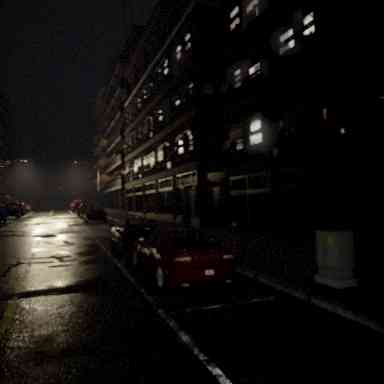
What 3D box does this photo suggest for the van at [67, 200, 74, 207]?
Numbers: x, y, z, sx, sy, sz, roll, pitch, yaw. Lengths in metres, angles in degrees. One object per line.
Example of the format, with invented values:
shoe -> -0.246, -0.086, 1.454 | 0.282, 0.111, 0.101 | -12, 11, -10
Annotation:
van -> -31.506, 2.867, 86.252 | 1.690, 1.788, 3.998 | 1, -1, -22

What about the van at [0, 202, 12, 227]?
van -> -16.050, 1.855, 26.955 | 1.690, 1.788, 3.998 | 1, -1, -22

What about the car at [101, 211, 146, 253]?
car -> -2.516, 1.740, 14.456 | 2.008, 1.369, 4.403 | 1, -1, -22

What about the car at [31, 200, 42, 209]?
car -> -32.596, 2.590, 67.981 | 2.192, 1.841, 5.009 | 1, -1, -22

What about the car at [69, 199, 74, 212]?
car -> -17.025, 2.130, 50.349 | 2.192, 1.841, 5.009 | 1, -1, -22

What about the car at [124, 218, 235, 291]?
car -> -0.447, 1.651, 9.327 | 1.887, 1.381, 4.507 | 1, -1, -22

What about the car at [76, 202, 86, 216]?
car -> -10.789, 2.082, 34.970 | 1.887, 1.381, 4.507 | 1, -1, -22

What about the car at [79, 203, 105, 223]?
car -> -8.721, 1.992, 29.842 | 1.887, 1.381, 4.507 | 1, -1, -22

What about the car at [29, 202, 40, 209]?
car -> -34.667, 2.924, 73.105 | 1.887, 1.381, 4.507 | 1, -1, -22

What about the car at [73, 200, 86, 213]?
car -> -12.850, 2.069, 40.105 | 1.967, 1.590, 4.097 | 1, -1, -22

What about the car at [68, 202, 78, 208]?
car -> -25.301, 2.791, 70.860 | 1.802, 1.307, 4.206 | 1, -1, -22

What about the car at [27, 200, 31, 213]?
car -> -22.254, 2.103, 42.340 | 2.192, 1.841, 5.009 | 1, -1, -22

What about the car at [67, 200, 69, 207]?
car -> -21.164, 2.449, 60.605 | 1.967, 1.590, 4.097 | 1, -1, -22

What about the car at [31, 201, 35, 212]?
car -> -26.394, 2.543, 52.593 | 1.947, 1.339, 4.313 | 1, -1, -22

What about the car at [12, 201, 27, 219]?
car -> -20.187, 2.010, 37.212 | 2.192, 1.841, 5.009 | 1, -1, -22
